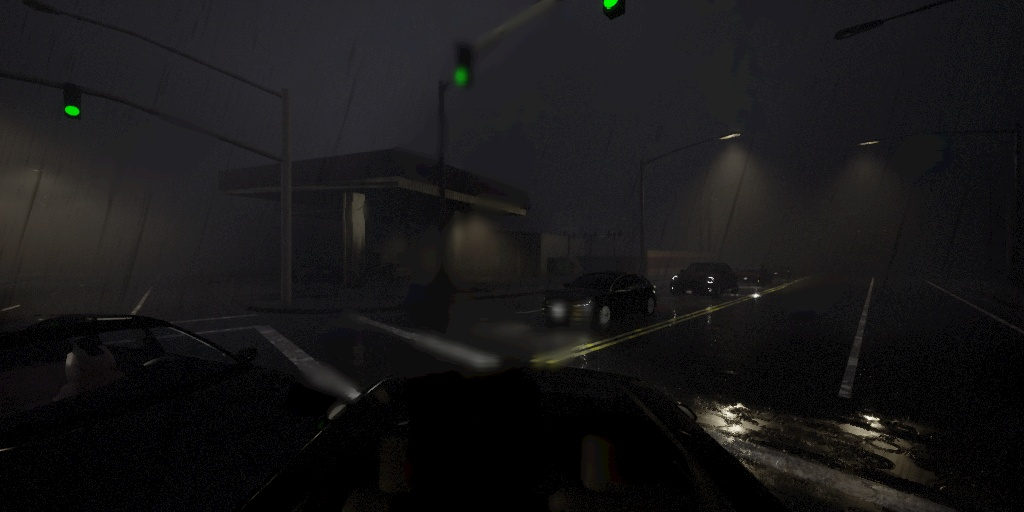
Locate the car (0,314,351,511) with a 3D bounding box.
[{"bbox_3d":[-3.396,1.242,2.622,4.902,1.511,2.128,0,0,15],"label":"car"}]

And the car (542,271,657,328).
[{"bbox_3d":[2.993,1.255,11.579,4.892,1.490,1.837,0,0,-45],"label":"car"}]

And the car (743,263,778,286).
[{"bbox_3d":[16.890,1.314,25.201,1.994,1.385,4.181,0,0,45],"label":"car"}]

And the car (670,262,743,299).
[{"bbox_3d":[9.897,1.102,18.358,4.553,1.767,2.097,0,0,-44],"label":"car"}]

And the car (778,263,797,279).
[{"bbox_3d":[24.092,1.314,32.185,4.181,1.385,1.994,0,0,-44],"label":"car"}]
